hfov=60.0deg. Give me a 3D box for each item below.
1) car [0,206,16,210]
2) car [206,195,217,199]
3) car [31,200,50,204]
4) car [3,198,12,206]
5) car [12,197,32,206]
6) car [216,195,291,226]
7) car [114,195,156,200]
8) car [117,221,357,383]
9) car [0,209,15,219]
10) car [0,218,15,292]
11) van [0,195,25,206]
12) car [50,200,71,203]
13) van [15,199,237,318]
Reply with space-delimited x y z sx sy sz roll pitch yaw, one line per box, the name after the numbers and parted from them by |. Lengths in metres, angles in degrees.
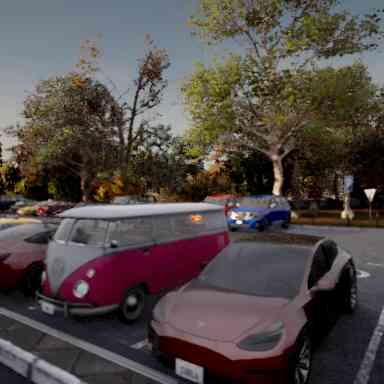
-7.768 1.484 12.009 2.097 1.535 5.008 0 0 35 | car
1.896 1.231 21.158 2.435 2.045 5.566 0 0 35 | car
-11.708 1.530 30.857 2.097 1.535 5.008 0 0 35 | car
-16.246 1.592 34.089 2.002 1.452 4.674 0 0 35 | car
-14.083 1.538 32.325 1.946 1.575 5.366 0 0 35 | car
4.066 1.229 19.616 2.435 2.045 5.566 0 0 35 | car
-4.914 1.248 26.000 2.435 2.045 5.566 0 0 35 | car
1.355 1.504 5.495 2.163 1.488 4.792 0 0 35 | car
-5.375 1.478 10.542 1.946 1.575 5.366 0 0 35 | car
-3.181 1.508 8.791 2.163 1.488 4.792 0 0 35 | car
-20.718 1.348 37.417 1.878 1.987 4.442 0 0 35 | van
-9.452 1.549 29.224 2.163 1.488 4.792 0 0 35 | car
-0.980 1.251 7.048 1.878 1.987 4.442 0 0 35 | van
